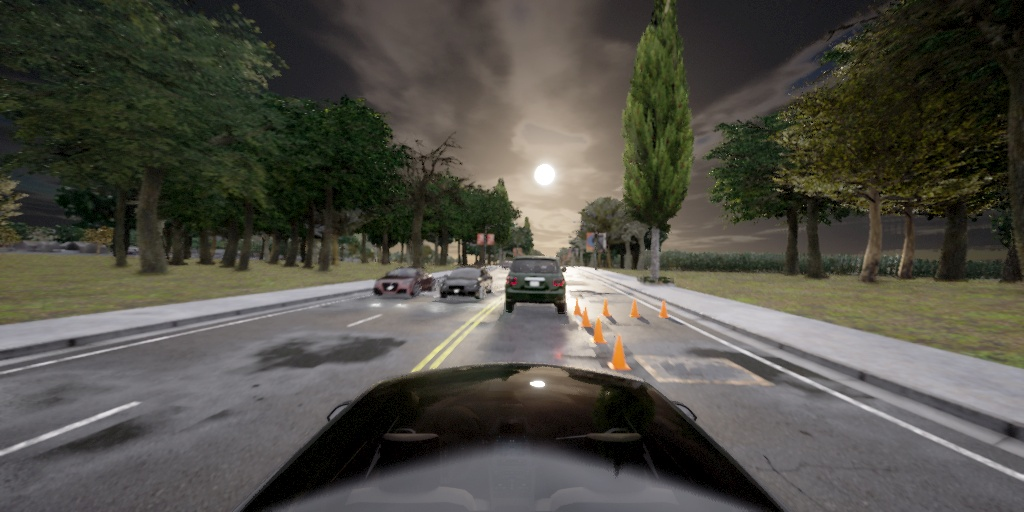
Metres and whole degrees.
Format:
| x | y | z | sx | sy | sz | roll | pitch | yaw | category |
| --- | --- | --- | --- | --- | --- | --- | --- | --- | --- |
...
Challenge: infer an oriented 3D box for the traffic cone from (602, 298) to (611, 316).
| x | y | z | sx | sy | sz | roll | pitch | yaw | category |
| --- | --- | --- | --- | --- | --- | --- | --- | --- | --- |
| 3.282 | 1.786 | 12.585 | 0.340 | 0.580 | 0.340 | 0 | 0 | 3 | traffic cone |

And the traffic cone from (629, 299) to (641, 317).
| x | y | z | sx | sy | sz | roll | pitch | yaw | category |
| --- | --- | --- | --- | --- | --- | --- | --- | --- | --- |
| 4.279 | 1.803 | 12.533 | 0.340 | 0.580 | 0.340 | 0 | 0 | 3 | traffic cone |

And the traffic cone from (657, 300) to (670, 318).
| x | y | z | sx | sy | sz | roll | pitch | yaw | category |
| --- | --- | --- | --- | --- | --- | --- | --- | --- | --- |
| 5.276 | 1.820 | 12.480 | 0.340 | 0.580 | 0.340 | 0 | 0 | 3 | traffic cone |

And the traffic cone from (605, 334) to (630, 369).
| x | y | z | sx | sy | sz | roll | pitch | yaw | category |
| --- | --- | --- | --- | --- | --- | --- | --- | --- | --- |
| 1.973 | 1.752 | 6.644 | 0.340 | 0.580 | 0.340 | 0 | 0 | 3 | traffic cone |

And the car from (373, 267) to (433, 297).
| x | y | z | sx | sy | sz | roll | pitch | yaw | category |
| --- | --- | --- | --- | --- | --- | --- | --- | --- | --- |
| -5.345 | 1.266 | 18.322 | 1.994 | 1.385 | 4.181 | 1 | 0 | 6 | car |

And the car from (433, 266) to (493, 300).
| x | y | z | sx | sy | sz | roll | pitch | yaw | category |
| --- | --- | --- | --- | --- | --- | --- | --- | --- | --- |
| -2.129 | 1.260 | 17.831 | 1.837 | 1.490 | 4.892 | 1 | 0 | 6 | car |

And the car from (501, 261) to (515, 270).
| x | y | z | sx | sy | sz | roll | pitch | yaw | category |
| --- | --- | --- | --- | --- | --- | --- | --- | --- | --- |
| -0.624 | 1.507 | 60.434 | 1.812 | 1.442 | 4.674 | 1 | 0 | 7 | car |

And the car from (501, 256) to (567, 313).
| x | y | z | sx | sy | sz | roll | pitch | yaw | category |
| --- | --- | --- | --- | --- | --- | --- | --- | --- | --- |
| 1.013 | 1.019 | 14.477 | 2.150 | 2.045 | 5.566 | 1 | 0 | 6 | car |

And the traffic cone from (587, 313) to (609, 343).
| x | y | z | sx | sy | sz | roll | pitch | yaw | category |
| --- | --- | --- | --- | --- | --- | --- | --- | --- | --- |
| 2.076 | 1.757 | 8.642 | 0.340 | 0.580 | 0.340 | 0 | 0 | 3 | traffic cone |

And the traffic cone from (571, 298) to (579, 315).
| x | y | z | sx | sy | sz | roll | pitch | yaw | category |
| --- | --- | --- | --- | --- | --- | --- | --- | --- | --- |
| 2.283 | 1.769 | 12.636 | 0.340 | 0.580 | 0.340 | 0 | 0 | 3 | traffic cone |

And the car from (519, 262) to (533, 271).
| x | y | z | sx | sy | sz | roll | pitch | yaw | category |
| --- | --- | --- | --- | --- | --- | --- | --- | --- | --- |
| 2.344 | 1.614 | 57.863 | 1.895 | 1.301 | 4.718 | 1 | 0 | 7 | car |

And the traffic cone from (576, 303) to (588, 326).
| x | y | z | sx | sy | sz | roll | pitch | yaw | category |
| --- | --- | --- | --- | --- | --- | --- | --- | --- | --- |
| 2.179 | 1.763 | 10.639 | 0.340 | 0.580 | 0.340 | 0 | 0 | 3 | traffic cone |
